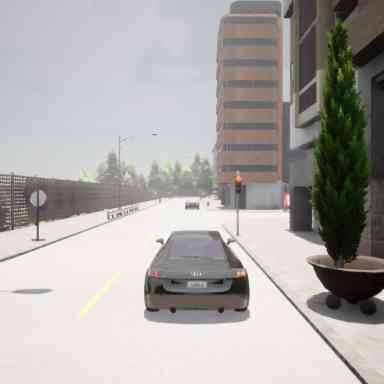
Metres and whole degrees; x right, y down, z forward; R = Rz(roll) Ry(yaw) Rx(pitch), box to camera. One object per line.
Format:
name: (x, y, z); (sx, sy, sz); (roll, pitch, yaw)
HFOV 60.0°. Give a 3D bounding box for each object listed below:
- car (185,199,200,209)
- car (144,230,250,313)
car: (0.028, 1.601, 43.876); (1.895, 1.301, 4.718); (0, 0, -1)
car: (0.085, 1.564, 7.730); (1.994, 1.385, 4.181); (0, 0, 0)
